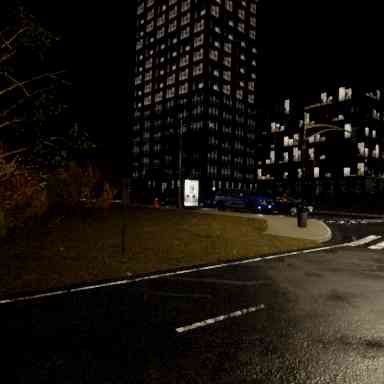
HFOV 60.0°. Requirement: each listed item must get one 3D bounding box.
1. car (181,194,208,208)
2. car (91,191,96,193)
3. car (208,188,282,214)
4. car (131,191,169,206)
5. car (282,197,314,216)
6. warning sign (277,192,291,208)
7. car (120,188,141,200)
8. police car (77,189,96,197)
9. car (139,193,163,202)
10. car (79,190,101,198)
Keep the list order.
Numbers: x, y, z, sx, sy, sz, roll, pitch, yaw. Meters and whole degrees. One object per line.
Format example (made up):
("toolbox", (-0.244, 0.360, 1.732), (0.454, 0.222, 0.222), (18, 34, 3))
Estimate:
("car", (0.775, 0.929, 36.968), (1.882, 1.535, 5.008), (3, 0, -40))
("car", (-17.149, 0.253, 52.800), (2.097, 1.767, 4.553), (3, -1, -42))
("car", (4.240, 0.726, 27.683), (2.150, 2.045, 5.566), (3, -1, -39))
("car", (-4.654, 0.852, 38.369), (1.895, 1.301, 4.718), (3, -1, -40))
("car", (7.905, 1.147, 28.314), (2.128, 1.511, 4.902), (3, -1, -40))
("warning sign", (10.966, 0.990, 39.523), (1.300, 1.860, 1.060), (2, -1, -40))
("car", (-10.314, 0.413, 55.056), (2.150, 2.045, 5.566), (3, -1, -42))
("police car", (-24.179, 0.311, 76.000), (1.930, 1.638, 5.238), (3, -1, -44))
("car", (-6.880, 0.901, 55.991), (1.994, 1.385, 4.181), (3, -1, -41))
("car", (-20.221, 0.472, 65.840), (2.033, 1.411, 5.357), (3, -1, -43))
